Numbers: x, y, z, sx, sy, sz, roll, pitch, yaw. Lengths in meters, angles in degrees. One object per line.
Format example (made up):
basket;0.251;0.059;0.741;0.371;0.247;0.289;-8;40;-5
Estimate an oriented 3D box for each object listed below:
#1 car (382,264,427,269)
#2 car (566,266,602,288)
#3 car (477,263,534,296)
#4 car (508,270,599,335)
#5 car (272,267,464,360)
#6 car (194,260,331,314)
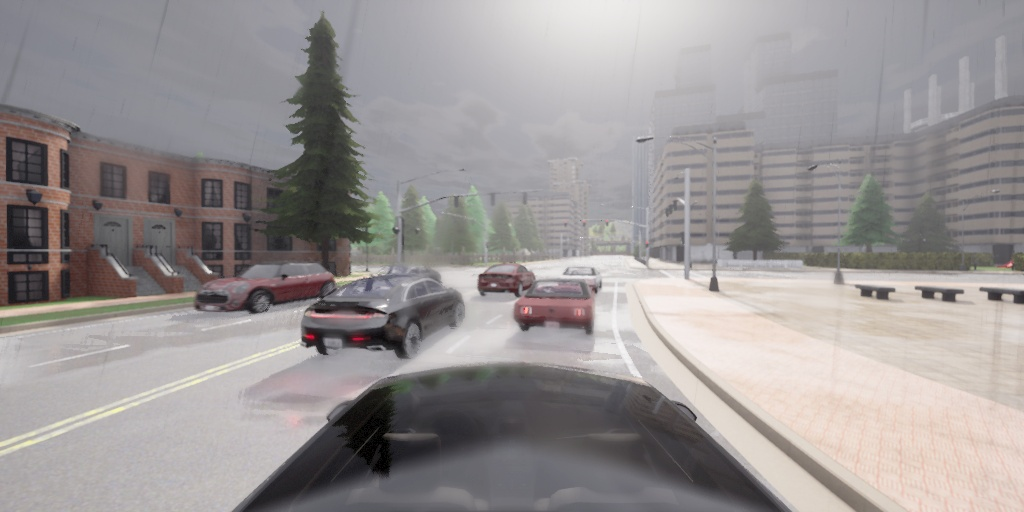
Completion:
car;-4.691;1.118;15.242;2.128;1.511;4.902;0;0;16
car;3.752;1.199;19.228;1.895;1.301;4.718;0;1;18
car;-0.128;1.084;17.909;1.882;1.535;5.008;0;1;16
car;1.444;1.276;10.354;1.895;1.301;4.718;0;1;13
car;-2.526;1.181;8.243;2.128;1.511;4.902;0;0;9
car;-8.812;0.991;13.272;2.097;1.767;4.553;0;1;14
